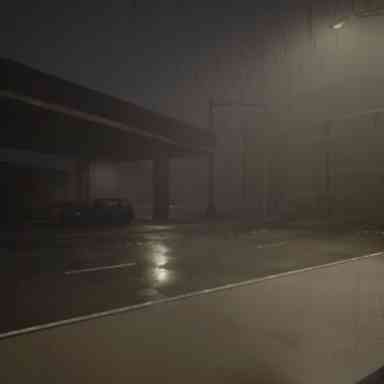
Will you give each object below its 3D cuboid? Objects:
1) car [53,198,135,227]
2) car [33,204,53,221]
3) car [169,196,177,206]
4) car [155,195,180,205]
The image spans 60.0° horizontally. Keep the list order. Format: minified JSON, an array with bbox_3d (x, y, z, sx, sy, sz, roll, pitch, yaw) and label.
[{"bbox_3d":[-6.043,1.249,21.309,4.611,1.667,2.242,0,0,-35],"label":"car"},{"bbox_3d":[-10.000,1.392,25.543,3.806,1.475,1.970,0,0,-35],"label":"car"},{"bbox_3d":[-4.392,1.440,53.057,1.812,1.442,4.674,0,0,-36],"label":"car"},{"bbox_3d":[-4.488,1.397,59.227,2.128,1.511,4.902,0,0,-36],"label":"car"}]
